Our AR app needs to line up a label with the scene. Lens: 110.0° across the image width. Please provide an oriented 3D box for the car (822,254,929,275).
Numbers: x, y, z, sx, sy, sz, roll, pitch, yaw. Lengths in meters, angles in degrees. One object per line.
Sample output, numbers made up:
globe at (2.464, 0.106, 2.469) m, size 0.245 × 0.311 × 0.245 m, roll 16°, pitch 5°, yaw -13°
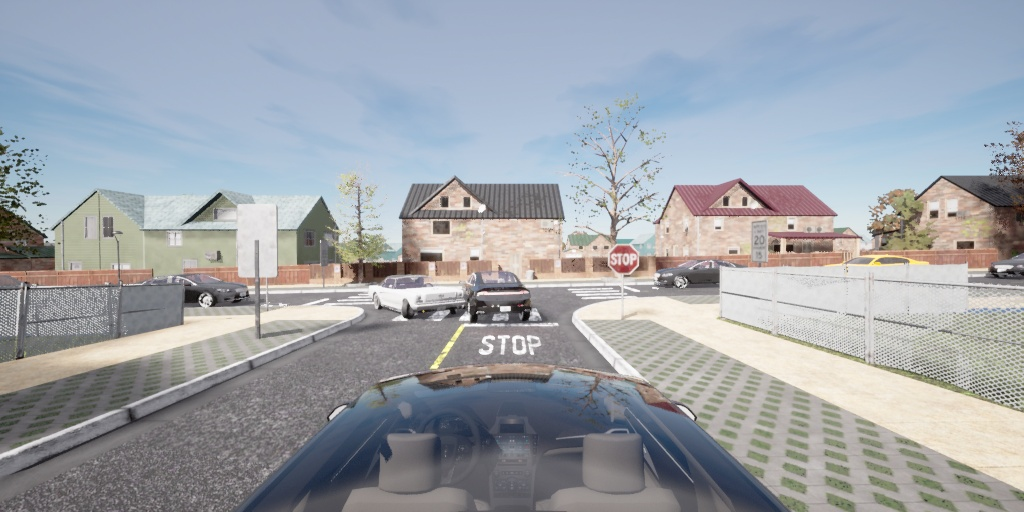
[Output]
car at (19.759, 0.691, 19.676) m, size 5.008 × 1.535 × 1.882 m, roll -1°, pitch 1°, yaw -1°

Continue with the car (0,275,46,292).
car at (-24.241, 1.648, 16.540) m, size 4.553 × 1.767 × 2.097 m, roll -1°, pitch 1°, yaw 0°

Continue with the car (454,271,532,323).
car at (-0.688, 1.243, 12.228) m, size 2.128 × 1.511 × 4.902 m, roll 0°, pitch 0°, yaw -12°

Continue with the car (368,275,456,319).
car at (-3.603, 1.368, 13.087) m, size 1.895 × 1.301 × 4.718 m, roll 0°, pitch 0°, yaw -38°

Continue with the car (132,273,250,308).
car at (-14.904, 1.567, 16.581) m, size 4.902 × 1.511 × 2.128 m, roll -1°, pitch 1°, yaw 0°

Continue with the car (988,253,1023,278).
car at (29.383, 0.478, 19.713) m, size 4.902 × 1.511 × 2.128 m, roll -1°, pitch 1°, yaw 0°

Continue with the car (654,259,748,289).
car at (10.328, 0.926, 19.638) m, size 4.902 × 1.511 × 2.128 m, roll -1°, pitch 1°, yaw 0°
